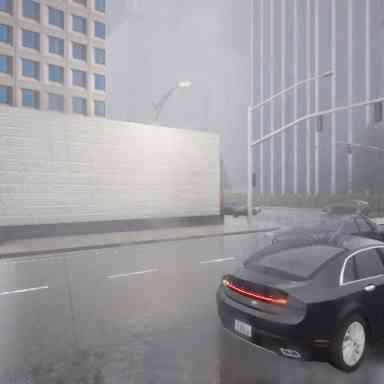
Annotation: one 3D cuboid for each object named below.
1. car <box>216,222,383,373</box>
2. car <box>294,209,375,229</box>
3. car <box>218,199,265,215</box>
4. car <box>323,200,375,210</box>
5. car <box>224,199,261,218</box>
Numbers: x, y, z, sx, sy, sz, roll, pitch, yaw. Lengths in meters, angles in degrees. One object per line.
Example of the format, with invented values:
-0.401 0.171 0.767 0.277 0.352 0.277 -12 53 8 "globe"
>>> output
2.640 1.505 5.680 4.892 1.490 1.837 0 0 -35 "car"
5.197 1.547 11.994 5.357 1.411 2.033 0 0 -35 "car"
5.157 1.547 35.390 2.128 1.511 4.902 0 0 -36 "car"
15.856 1.562 33.761 1.837 1.490 4.892 -2 1 -42 "car"
3.593 1.603 31.559 2.033 1.411 5.357 0 0 -36 "car"
